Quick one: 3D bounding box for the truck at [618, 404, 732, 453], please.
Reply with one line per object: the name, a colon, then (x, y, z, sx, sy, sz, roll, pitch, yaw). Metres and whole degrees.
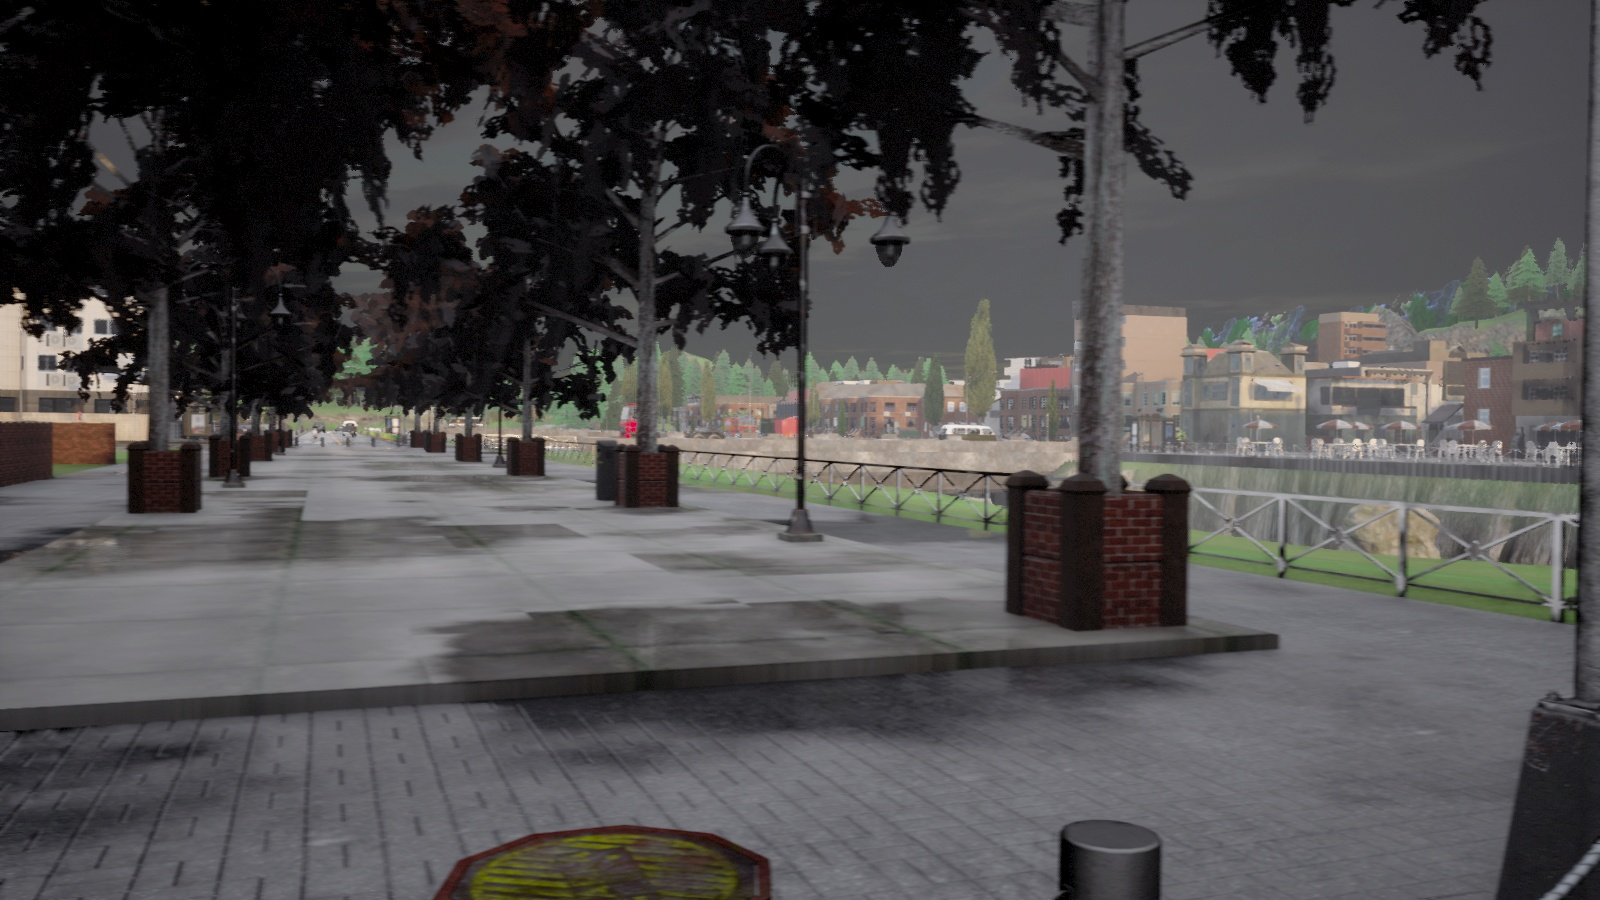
truck: (-9.220, -1.592, 92.637, 7.936, 3.462, 2.891, -1, 1, -19)

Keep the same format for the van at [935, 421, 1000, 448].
van: (12.907, -1.194, 96.840, 4.480, 2.038, 2.069, -1, 1, -20)
